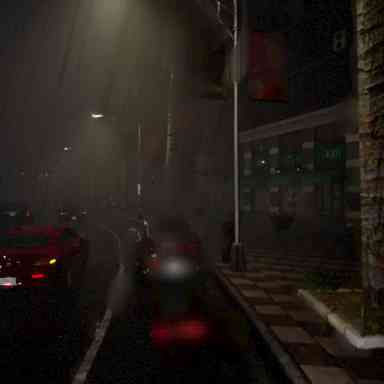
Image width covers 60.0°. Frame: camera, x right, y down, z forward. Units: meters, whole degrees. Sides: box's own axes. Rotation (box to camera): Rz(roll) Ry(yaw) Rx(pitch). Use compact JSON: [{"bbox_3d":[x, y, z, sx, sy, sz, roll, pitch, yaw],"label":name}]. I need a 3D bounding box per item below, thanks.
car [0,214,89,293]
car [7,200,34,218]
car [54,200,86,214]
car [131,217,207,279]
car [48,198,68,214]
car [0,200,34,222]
[{"bbox_3d":[-3.872,1.543,8.624,1.812,1.442,4.674,0,0,-9],"label":"car"},{"bbox_3d":[-16.539,1.559,32.311,2.128,1.511,4.902,0,0,-25],"label":"car"},{"bbox_3d":[-8.721,1.569,24.003,1.812,1.442,4.674,0,0,-24],"label":"car"},{"bbox_3d":[-0.838,1.516,10.176,1.837,1.490,4.892,0,0,-10],"label":"car"},{"bbox_3d":[-13.567,1.416,34.217,2.097,1.767,4.553,0,0,-25],"label":"car"},{"bbox_3d":[-11.689,1.400,22.059,2.097,1.767,4.553,0,0,-24],"label":"car"}]
